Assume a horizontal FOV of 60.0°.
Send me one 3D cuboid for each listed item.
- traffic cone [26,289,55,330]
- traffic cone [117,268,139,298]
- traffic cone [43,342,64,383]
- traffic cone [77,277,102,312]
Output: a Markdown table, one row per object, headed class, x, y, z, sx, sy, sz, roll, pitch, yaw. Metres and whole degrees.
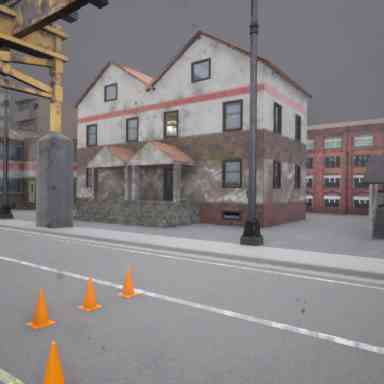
| class | x | y | z | sx | sy | sz | roll | pitch | yaw |
| --- | --- | --- | --- | --- | --- | --- | --- | --- | --- |
| traffic cone | -2.563 | 1.949 | 5.641 | 0.340 | 0.580 | 0.340 | 0 | 0 | 36 |
| traffic cone | -1.393 | 1.949 | 7.263 | 0.340 | 0.580 | 0.340 | 0 | 0 | 36 |
| traffic cone | -1.526 | 1.952 | 3.660 | 0.340 | 0.580 | 0.340 | 0 | 0 | 36 |
| traffic cone | -1.978 | 1.949 | 6.452 | 0.340 | 0.580 | 0.340 | 0 | 0 | 36 |
